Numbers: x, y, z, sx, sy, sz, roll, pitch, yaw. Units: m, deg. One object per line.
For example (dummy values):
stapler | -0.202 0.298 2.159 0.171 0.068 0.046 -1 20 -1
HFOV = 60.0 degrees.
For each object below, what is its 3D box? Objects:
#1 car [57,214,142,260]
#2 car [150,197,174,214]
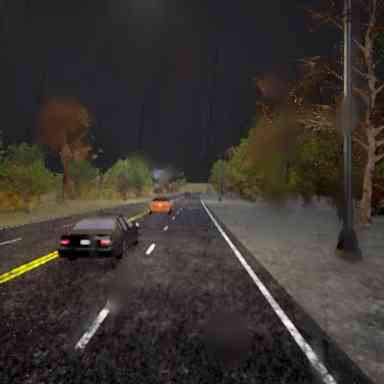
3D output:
car | -3.129 1.518 12.270 2.033 1.411 5.357 0 0 0
car | -3.023 1.261 33.841 2.097 1.767 4.553 0 0 1
